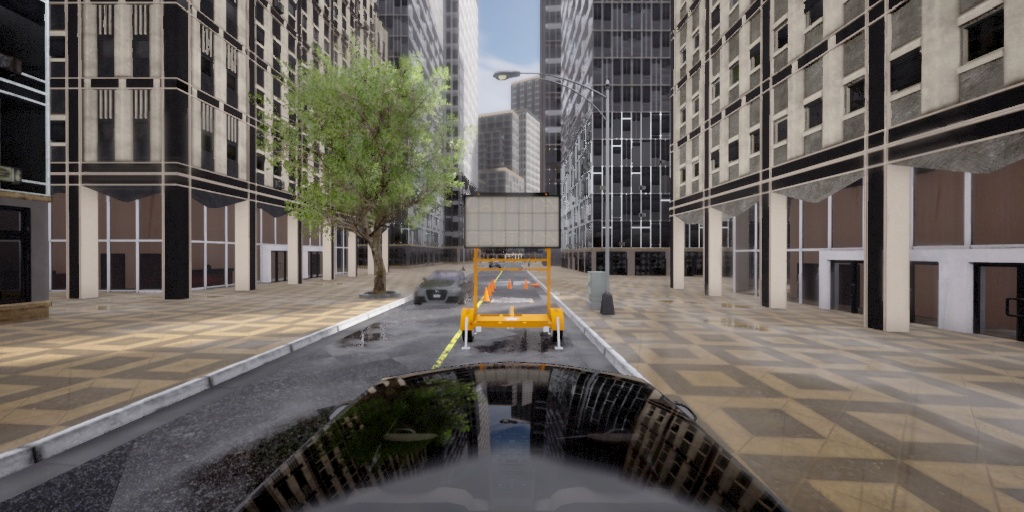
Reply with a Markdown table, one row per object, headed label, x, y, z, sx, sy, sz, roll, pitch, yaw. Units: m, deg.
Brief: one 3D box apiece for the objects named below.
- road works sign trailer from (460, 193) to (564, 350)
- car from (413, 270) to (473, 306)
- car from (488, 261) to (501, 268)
| label | x | y | z | sx | sy | sz | roll | pitch | yaw |
| --- | --- | --- | --- | --- | --- | --- | --- | --- | --- |
| road works sign trailer | 0.010 | 0.214 | 9.080 | 2.380 | 3.560 | 2.880 | 0 | 0 | 0 |
| car | -2.833 | 1.314 | 15.482 | 1.994 | 1.385 | 4.181 | 0 | 0 | 0 |
| car | -2.775 | 1.333 | 57.729 | 1.812 | 1.442 | 4.674 | 0 | 0 | 0 |
